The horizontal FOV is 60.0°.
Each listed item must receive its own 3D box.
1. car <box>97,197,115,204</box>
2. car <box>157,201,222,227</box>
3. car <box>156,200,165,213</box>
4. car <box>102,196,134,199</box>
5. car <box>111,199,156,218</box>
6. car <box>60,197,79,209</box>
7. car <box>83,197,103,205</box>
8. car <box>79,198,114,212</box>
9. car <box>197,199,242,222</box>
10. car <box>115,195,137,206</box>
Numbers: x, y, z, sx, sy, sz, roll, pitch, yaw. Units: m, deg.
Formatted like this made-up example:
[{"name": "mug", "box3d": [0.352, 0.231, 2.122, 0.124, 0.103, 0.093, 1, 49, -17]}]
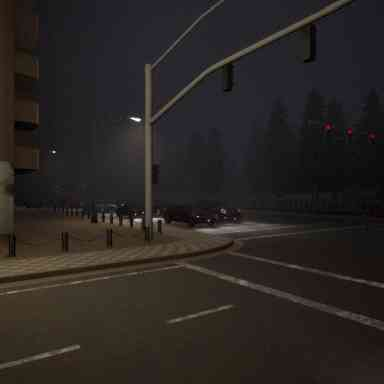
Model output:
[{"name": "car", "box3d": [-16.689, 1.656, 64.485, 1.895, 1.301, 4.718, 0, 0, -36]}, {"name": "car", "box3d": [-0.319, 1.581, 23.508, 1.812, 1.442, 4.674, 0, 0, -37]}, {"name": "car", "box3d": [-3.374, 1.547, 33.709, 2.128, 1.511, 4.902, 0, 0, -36]}, {"name": "car", "box3d": [-9.420, 1.603, 42.116, 2.033, 1.411, 5.357, 0, 0, -35]}, {"name": "car", "box3d": [-5.435, 1.619, 30.577, 1.994, 1.385, 4.181, 0, 0, -36]}, {"name": "car", "box3d": [-17.286, 1.533, 47.108, 1.882, 1.535, 5.008, 0, 0, -35]}, {"name": "car", "box3d": [-18.015, 1.656, 60.365, 1.895, 1.301, 4.718, 0, 0, -36]}, {"name": "car", "box3d": [-11.177, 1.656, 38.562, 1.895, 1.301, 4.718, 0, 0, -36]}, {"name": "car", "box3d": [1.862, 1.407, 26.439, 2.097, 1.767, 4.553, 0, 0, -36]}, {"name": "car", "box3d": [-11.427, 1.408, 57.209, 2.097, 1.767, 4.553, 0, 0, -36]}]
